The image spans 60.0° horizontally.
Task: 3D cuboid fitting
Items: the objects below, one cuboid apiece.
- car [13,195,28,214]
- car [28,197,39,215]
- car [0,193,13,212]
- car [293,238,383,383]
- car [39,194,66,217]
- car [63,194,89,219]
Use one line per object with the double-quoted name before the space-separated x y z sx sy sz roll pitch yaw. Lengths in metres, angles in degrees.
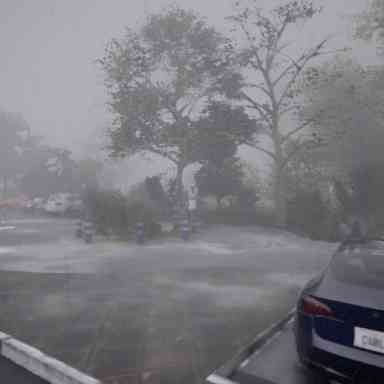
"car" -15.142 1.281 33.911 2.185 1.767 4.553 0 0 36
"car" -12.880 1.297 32.287 2.185 1.767 4.553 0 0 36
"car" -19.602 1.250 37.035 2.185 1.767 4.553 0 0 36
"car" 3.067 1.425 4.972 2.163 1.488 4.792 0 0 36
"car" -10.517 1.188 30.587 2.435 2.045 5.566 0 0 36
"car" -8.289 1.330 28.915 2.185 1.767 4.553 0 0 36
